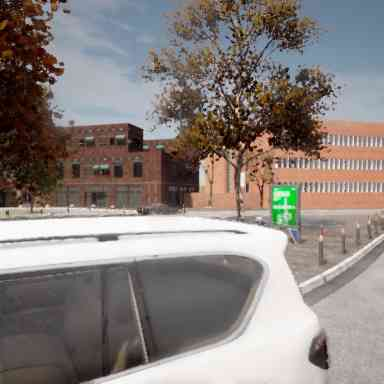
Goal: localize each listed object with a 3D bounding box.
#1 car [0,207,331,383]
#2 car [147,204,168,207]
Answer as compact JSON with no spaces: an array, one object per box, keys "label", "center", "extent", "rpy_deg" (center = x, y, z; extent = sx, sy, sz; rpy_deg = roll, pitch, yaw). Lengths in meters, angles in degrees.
[{"label":"car","center":[-1.664,1.225,1.895],"extent":[5.566,2.045,2.150],"rpy_deg":[0,0,-29]},{"label":"car","center":[-2.917,1.788,32.712],"extent":[4.718,1.301,1.895],"rpy_deg":[0,0,-26]}]
